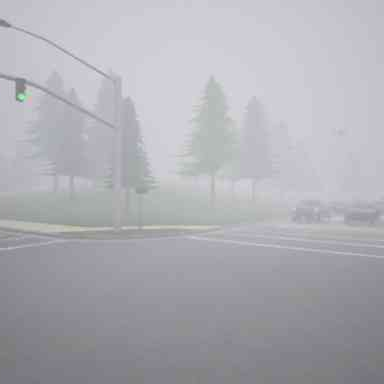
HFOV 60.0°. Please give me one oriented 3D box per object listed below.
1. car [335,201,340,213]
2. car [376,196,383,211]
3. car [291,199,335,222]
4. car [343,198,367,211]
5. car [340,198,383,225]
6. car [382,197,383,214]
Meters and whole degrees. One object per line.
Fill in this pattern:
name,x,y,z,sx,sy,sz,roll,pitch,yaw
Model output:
car,14.645,1.598,33.589,1.895,1.301,4.718,0,0,35
car,24.094,1.350,40.914,2.097,1.767,4.553,0,0,35
car,9.472,1.350,26.233,2.097,1.767,4.553,0,0,35
car,20.803,1.545,42.328,2.033,1.411,5.357,0,0,35
car,12.673,1.476,24.701,1.882,1.535,5.008,0,0,35
car,18.320,1.546,32.734,2.033,1.411,5.357,0,0,35
